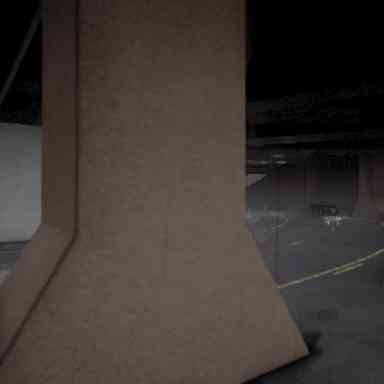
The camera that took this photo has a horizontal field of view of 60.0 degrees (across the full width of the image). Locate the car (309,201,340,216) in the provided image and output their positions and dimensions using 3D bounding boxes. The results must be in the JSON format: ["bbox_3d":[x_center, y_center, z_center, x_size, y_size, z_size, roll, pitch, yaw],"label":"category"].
[{"bbox_3d":[14.306,1.718,36.199,2.128,1.511,4.902,0,0,-1],"label":"car"}]
